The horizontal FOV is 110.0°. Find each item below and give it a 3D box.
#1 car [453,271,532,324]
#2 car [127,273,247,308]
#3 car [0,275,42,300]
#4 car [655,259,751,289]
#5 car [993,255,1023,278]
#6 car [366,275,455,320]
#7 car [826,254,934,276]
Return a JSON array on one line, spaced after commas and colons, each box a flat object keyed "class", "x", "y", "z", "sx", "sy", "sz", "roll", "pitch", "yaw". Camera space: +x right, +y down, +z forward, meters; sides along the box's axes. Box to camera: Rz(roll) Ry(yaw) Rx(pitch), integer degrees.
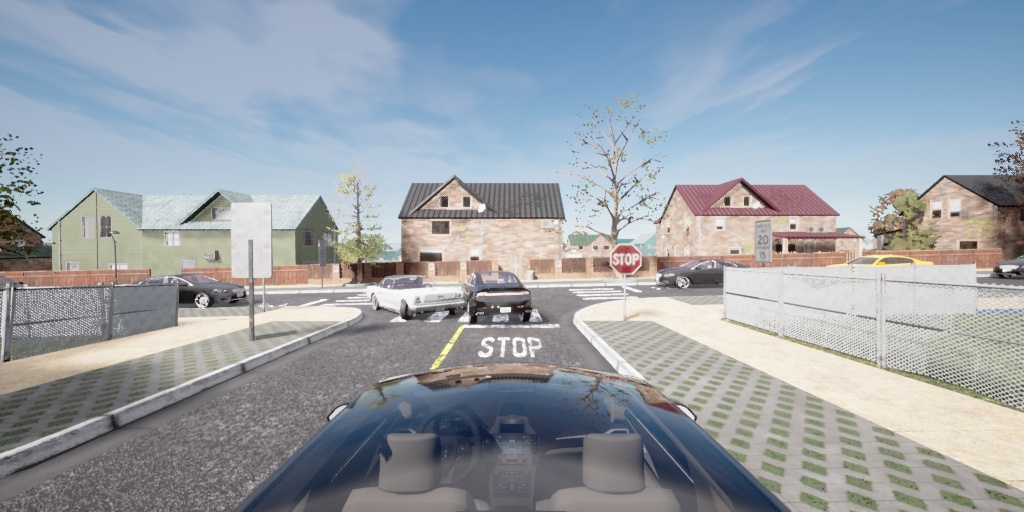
[{"class": "car", "x": -0.683, "y": 1.242, "z": 12.039, "sx": 2.128, "sy": 1.511, "sz": 4.902, "roll": 0, "pitch": 0, "yaw": -12}, {"class": "car", "x": -14.899, "y": 1.566, "z": 16.396, "sx": 4.902, "sy": 1.511, "sz": 2.128, "roll": -1, "pitch": 1, "yaw": 0}, {"class": "car", "x": -24.236, "y": 1.648, "z": 16.358, "sx": 4.553, "sy": 1.767, "sz": 2.097, "roll": -1, "pitch": 1, "yaw": 0}, {"class": "car", "x": 10.335, "y": 0.926, "z": 19.445, "sx": 4.902, "sy": 1.511, "sz": 2.128, "roll": -1, "pitch": 1, "yaw": 0}, {"class": "car", "x": 29.390, "y": 0.478, "z": 19.514, "sx": 4.902, "sy": 1.511, "sz": 2.128, "roll": -1, "pitch": 1, "yaw": 0}, {"class": "car", "x": -3.600, "y": 1.368, "z": 12.899, "sx": 1.895, "sy": 1.301, "sz": 4.718, "roll": 0, "pitch": 0, "yaw": -38}, {"class": "car", "x": 19.765, "y": 0.690, "z": 19.479, "sx": 5.008, "sy": 1.535, "sz": 1.882, "roll": -1, "pitch": 1, "yaw": -1}]
